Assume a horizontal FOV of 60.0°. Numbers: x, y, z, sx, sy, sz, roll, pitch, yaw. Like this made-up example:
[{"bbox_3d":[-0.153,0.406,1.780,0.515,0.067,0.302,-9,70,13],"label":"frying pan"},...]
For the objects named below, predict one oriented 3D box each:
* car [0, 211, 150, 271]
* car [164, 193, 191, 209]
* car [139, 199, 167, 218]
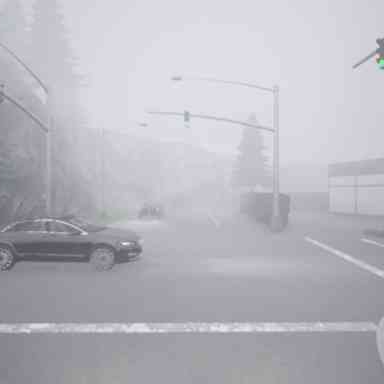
[{"bbox_3d":[-3.962,1.479,10.245,4.902,1.511,2.128,0,0,1],"label":"car"},{"bbox_3d":[-2.210,1.163,43.736,2.150,2.045,5.566,-1,0,32],"label":"car"},{"bbox_3d":[-3.597,1.561,29.934,1.895,1.301,4.718,0,0,0],"label":"car"}]
